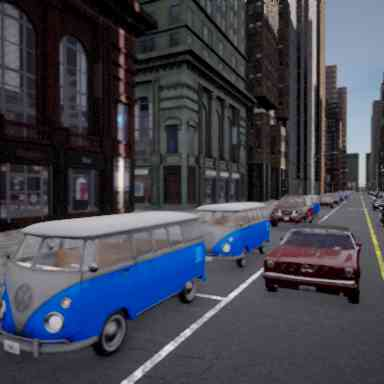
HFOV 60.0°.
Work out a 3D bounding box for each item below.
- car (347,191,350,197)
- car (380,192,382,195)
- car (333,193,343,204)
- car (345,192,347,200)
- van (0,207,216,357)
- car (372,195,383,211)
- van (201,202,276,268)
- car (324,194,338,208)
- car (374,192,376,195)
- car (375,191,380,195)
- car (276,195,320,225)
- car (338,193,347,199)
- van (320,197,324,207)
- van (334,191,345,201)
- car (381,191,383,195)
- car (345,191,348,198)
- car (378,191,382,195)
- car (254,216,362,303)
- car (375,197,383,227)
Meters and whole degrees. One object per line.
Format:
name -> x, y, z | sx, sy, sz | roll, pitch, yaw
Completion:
car -> 34.310, 0.796, 76.278 | 2.192, 1.841, 5.009 | 0, 0, 27
car -> 36.936, 1.107, 62.539 | 1.752, 1.417, 4.829 | 0, 0, 27
car -> 21.635, 1.206, 51.108 | 1.947, 1.339, 4.313 | 0, 0, 27
car -> 29.240, 1.111, 66.211 | 1.947, 1.339, 4.313 | 0, 0, 27
van -> -1.181, 1.292, 5.799 | 1.690, 1.788, 3.998 | 0, 0, 27
car -> 20.606, 1.346, 36.084 | 1.895, 1.301, 4.718 | 0, 0, 27
van -> 1.354, 1.255, 10.833 | 1.690, 1.788, 3.998 | 0, 0, 27
car -> 16.565, 1.249, 41.039 | 1.887, 1.381, 4.507 | 0, 0, 27
car -> 46.999, 1.022, 82.523 | 1.947, 1.339, 4.313 | 0, 0, 27
car -> 44.464, 0.928, 77.488 | 1.967, 1.590, 4.097 | 0, 0, 27
car -> 6.424, 1.156, 20.900 | 2.192, 1.841, 5.009 | 0, 0, 27
car -> 36.846, 0.995, 81.314 | 1.887, 1.381, 4.507 | 0, 0, 27
van -> 8.959, 1.147, 25.934 | 1.690, 1.788, 3.998 | 0, 0, 27
van -> 26.705, 0.917, 61.175 | 1.690, 1.788, 3.998 | 0, 0, 27
car -> 34.324, 1.055, 57.352 | 1.967, 1.590, 4.097 | 0, 0, 27
car -> 31.776, 1.079, 71.245 | 1.947, 1.339, 4.313 | 0, 0, 27
car -> 39.394, 1.102, 67.421 | 2.008, 1.369, 4.403 | 0, 0, 27
car -> 3.207, 1.535, 8.368 | 1.895, 1.301, 4.718 | 0, 1, 27
car -> 12.918, 1.342, 20.845 | 2.128, 1.511, 4.902 | 0, 1, 27
